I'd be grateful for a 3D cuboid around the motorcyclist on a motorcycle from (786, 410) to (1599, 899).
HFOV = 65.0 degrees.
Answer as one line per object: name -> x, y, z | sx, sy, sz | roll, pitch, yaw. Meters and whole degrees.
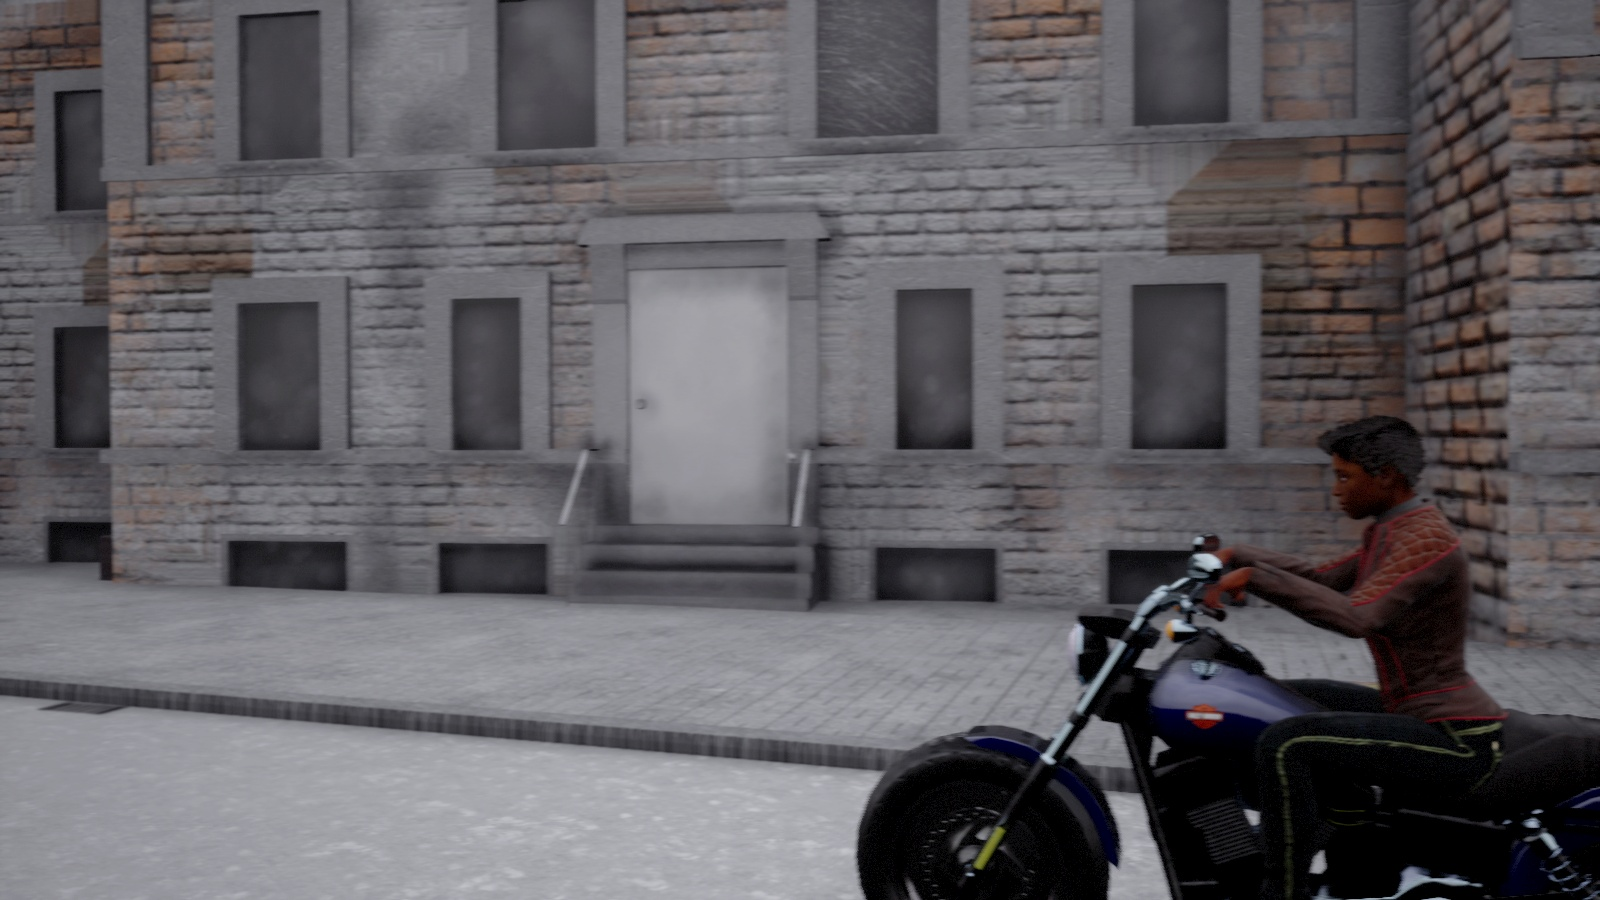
motorcyclist on a motorcycle -> 1.198, 0.728, 3.317 | 2.350, 1.649, 0.766 | 0, 1, 19
